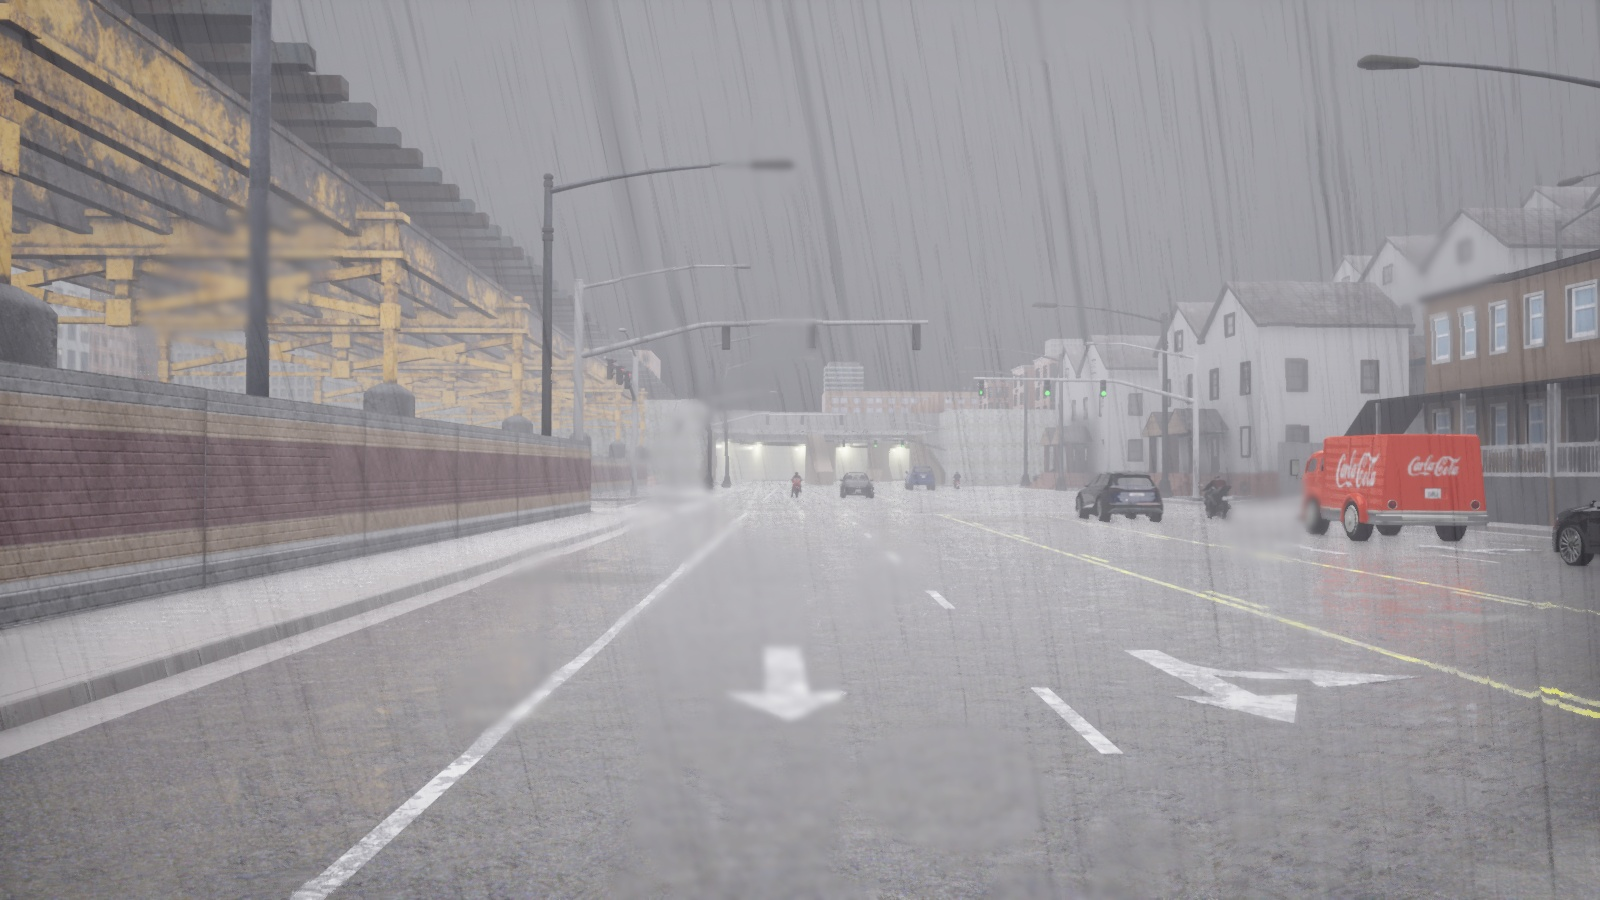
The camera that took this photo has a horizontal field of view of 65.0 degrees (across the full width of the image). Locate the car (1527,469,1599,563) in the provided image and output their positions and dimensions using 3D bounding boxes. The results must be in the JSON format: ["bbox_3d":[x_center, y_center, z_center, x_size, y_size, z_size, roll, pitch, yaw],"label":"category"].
[{"bbox_3d":[13.955,1.047,19.801,2.128,1.511,4.902,0,-1,0],"label":"car"}]

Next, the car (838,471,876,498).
[{"bbox_3d":[3.323,1.983,73.710,2.007,1.525,4.514,0,-1,0],"label":"car"}]

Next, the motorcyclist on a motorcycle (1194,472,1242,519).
[{"bbox_3d":[13.894,1.495,41.835,0.866,1.530,2.191,0,-1,0],"label":"motorcyclist on a motorcycle"}]

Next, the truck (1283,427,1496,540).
[{"bbox_3d":[13.926,0.777,30.129,2.627,2.467,5.204,0,-1,0],"label":"truck"}]

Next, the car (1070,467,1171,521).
[{"bbox_3d":[10.402,1.392,41.094,2.033,1.649,4.856,0,-1,0],"label":"car"}]
